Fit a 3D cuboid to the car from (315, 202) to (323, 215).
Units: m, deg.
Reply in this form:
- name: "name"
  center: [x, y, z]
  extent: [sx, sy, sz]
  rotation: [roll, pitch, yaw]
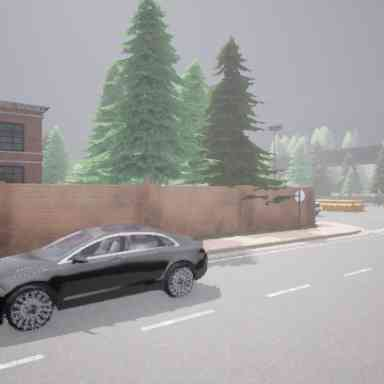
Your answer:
- name: "car"
  center: [9.912, 1.222, 32.602]
  extent: [2.150, 2.045, 5.566]
  rotation: [0, 0, -35]

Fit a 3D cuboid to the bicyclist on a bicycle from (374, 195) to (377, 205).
- name: "bicyclist on a bicycle"
  center: [30.122, 1.300, 54.233]
  extent: [1.656, 1.620, 0.582]
  rotation: [0, 0, -35]

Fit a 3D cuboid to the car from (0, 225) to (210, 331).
- name: "car"
  center: [-1.887, 1.491, 6.928]
  extent: [4.902, 1.511, 2.128]
  rotation: [0, 0, -35]
